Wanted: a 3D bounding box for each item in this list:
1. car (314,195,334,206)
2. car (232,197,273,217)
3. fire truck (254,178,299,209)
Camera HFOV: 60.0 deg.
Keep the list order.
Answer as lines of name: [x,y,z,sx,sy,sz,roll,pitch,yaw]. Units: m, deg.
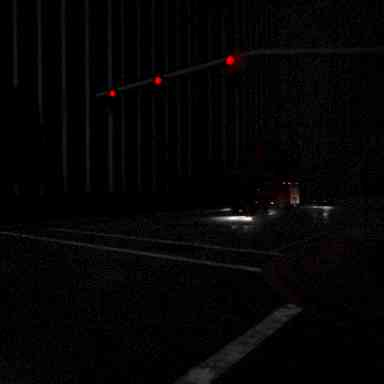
car: [19.128,1.245,48.144,1.837,1.490,4.892,0,0,38]
car: [5.287,1.424,29.902,1.994,1.385,4.181,0,0,37]
fire truck: [11.197,0.131,43.429,2.891,3.827,8.468,0,0,37]
